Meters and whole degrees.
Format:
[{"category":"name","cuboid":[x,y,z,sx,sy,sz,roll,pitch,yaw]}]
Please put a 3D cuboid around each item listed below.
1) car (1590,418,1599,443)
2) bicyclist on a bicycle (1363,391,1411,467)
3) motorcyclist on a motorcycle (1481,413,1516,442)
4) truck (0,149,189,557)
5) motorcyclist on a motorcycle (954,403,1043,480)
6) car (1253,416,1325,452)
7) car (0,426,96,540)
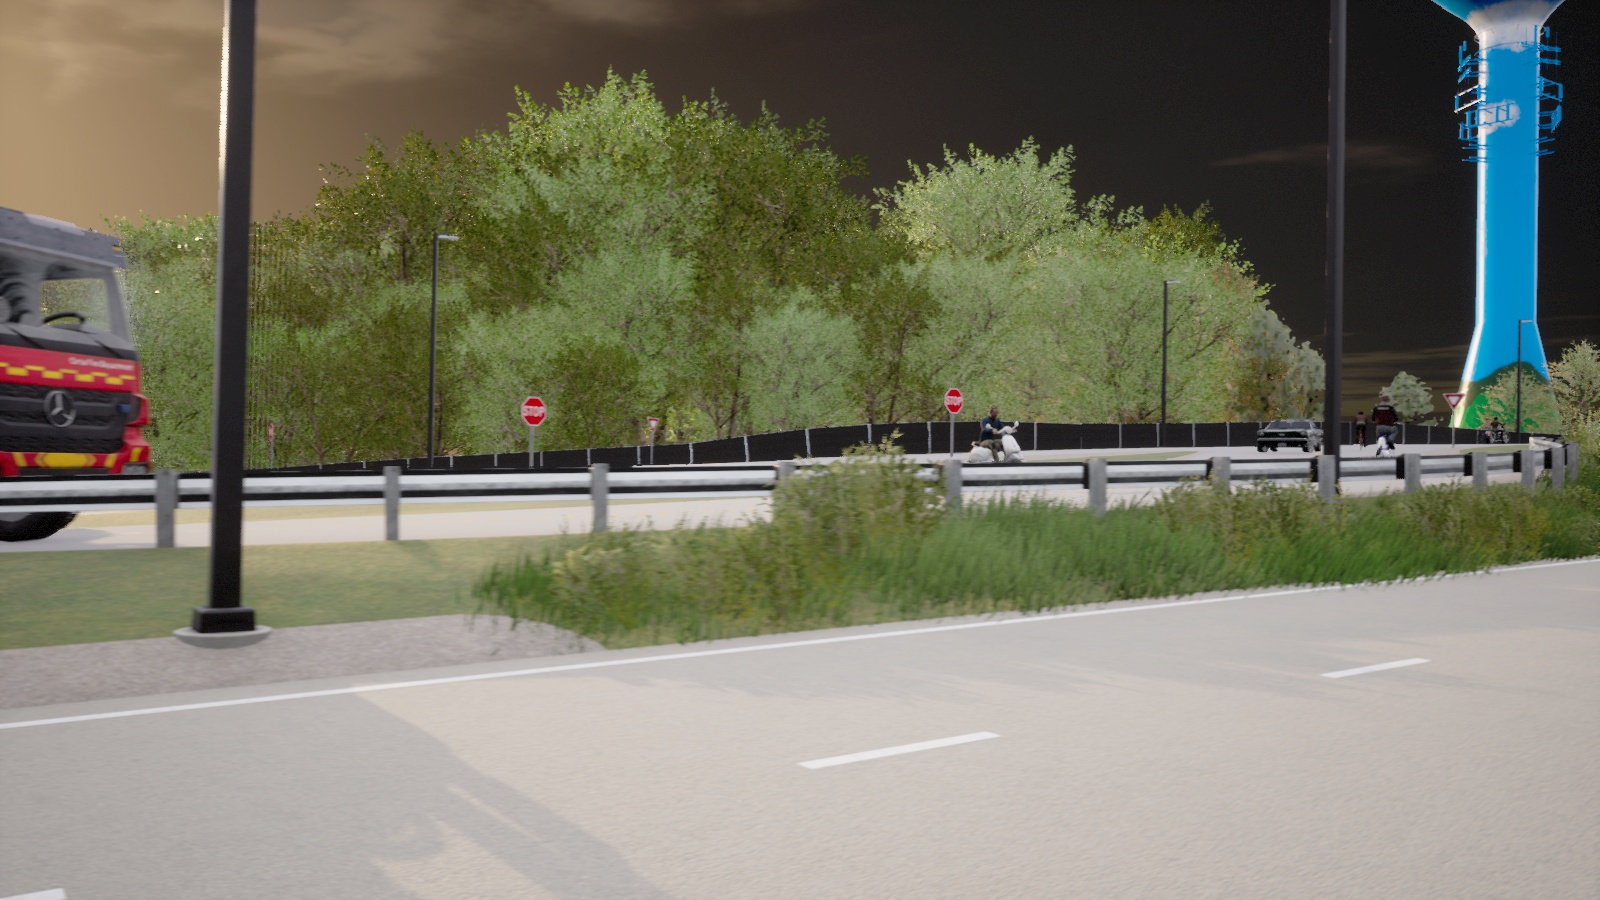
[{"category":"car","cuboid":[52.119,-1.183,79.683,3.806,1.475,1.970,3,-2,-33]},{"category":"bicyclist on a bicycle","cuboid":[14.288,-0.516,30.544,0.659,1.776,1.843,-1,0,36]},{"category":"motorcyclist on a motorcycle","cuboid":[39.996,-1.275,71.939,2.350,1.649,0.766,-1,0,-34]},{"category":"truck","cuboid":[-11.404,-0.762,13.653,8.468,3.827,2.891,-2,-1,11]},{"category":"motorcyclist on a motorcycle","cuboid":[4.308,-0.173,27.383,0.866,1.590,1.817,-3,1,-32]},{"category":"car","cuboid":[18.889,-0.629,48.392,1.895,1.301,4.718,0,1,29]},{"category":"car","cuboid":[-12.223,0.522,17.621,3.633,1.501,1.845,-2,-1,5]}]
